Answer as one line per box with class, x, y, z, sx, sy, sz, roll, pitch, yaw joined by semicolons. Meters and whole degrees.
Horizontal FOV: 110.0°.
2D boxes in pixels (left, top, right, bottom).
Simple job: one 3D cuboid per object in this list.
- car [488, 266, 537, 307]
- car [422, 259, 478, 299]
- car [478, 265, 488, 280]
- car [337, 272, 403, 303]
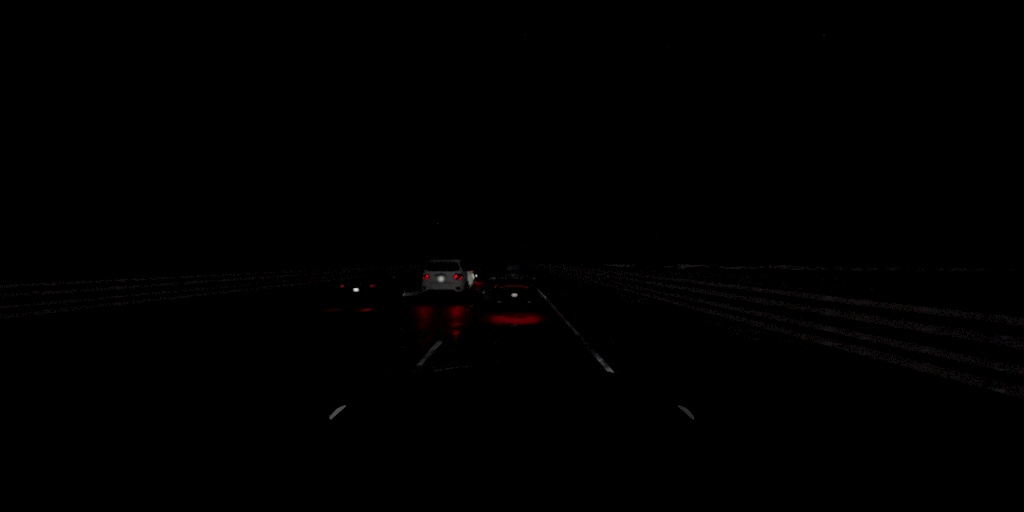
car;0.101;1.396;16.436;1.882;1.535;5.008;0;-1;0
car;-3.389;1.175;19.801;2.150;2.045;5.566;0;0;0
car;-3.401;1.666;36.545;1.837;1.490;4.892;0;-1;0
car;-6.901;1.477;17.874;1.994;1.385;4.181;0;0;0
